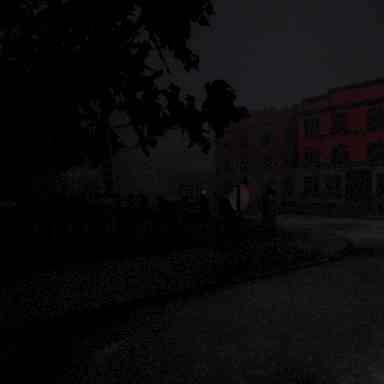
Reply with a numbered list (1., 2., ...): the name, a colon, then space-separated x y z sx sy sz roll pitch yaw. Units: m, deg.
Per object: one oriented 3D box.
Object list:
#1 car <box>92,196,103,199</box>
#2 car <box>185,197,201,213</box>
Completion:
1. car: -14.106 1.253 49.356 1.812 1.442 4.674 -1 0 -35
2. car: -0.578 1.220 30.289 2.128 1.511 4.902 -1 1 -36
